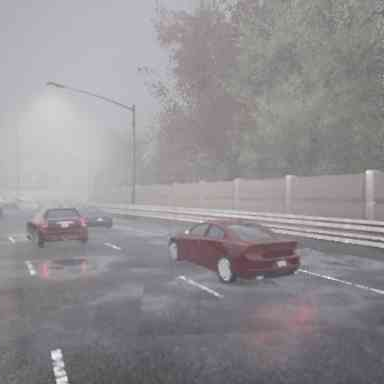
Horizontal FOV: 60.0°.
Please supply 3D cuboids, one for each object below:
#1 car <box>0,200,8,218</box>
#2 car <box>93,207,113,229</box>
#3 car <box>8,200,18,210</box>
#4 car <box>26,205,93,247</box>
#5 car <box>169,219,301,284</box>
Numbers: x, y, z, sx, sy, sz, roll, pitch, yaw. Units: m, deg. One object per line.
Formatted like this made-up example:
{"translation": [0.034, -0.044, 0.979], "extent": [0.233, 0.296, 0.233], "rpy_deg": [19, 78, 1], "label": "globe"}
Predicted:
{"translation": [-20.080, 1.733, 32.659], "extent": [1.837, 1.490, 4.892], "rpy_deg": [1, -1, -44], "label": "car"}
{"translation": [-7.010, 1.738, 22.657], "extent": [1.994, 1.385, 4.181], "rpy_deg": [0, -1, -36], "label": "car"}
{"translation": [-26.605, 1.872, 48.577], "extent": [1.812, 1.442, 4.674], "rpy_deg": [0, -1, -31], "label": "car"}
{"translation": [-6.593, 1.471, 16.014], "extent": [2.097, 1.767, 4.553], "rpy_deg": [0, -1, -33], "label": "car"}
{"translation": [0.975, 1.564, 10.107], "extent": [1.882, 1.535, 5.008], "rpy_deg": [0, 0, -28], "label": "car"}
